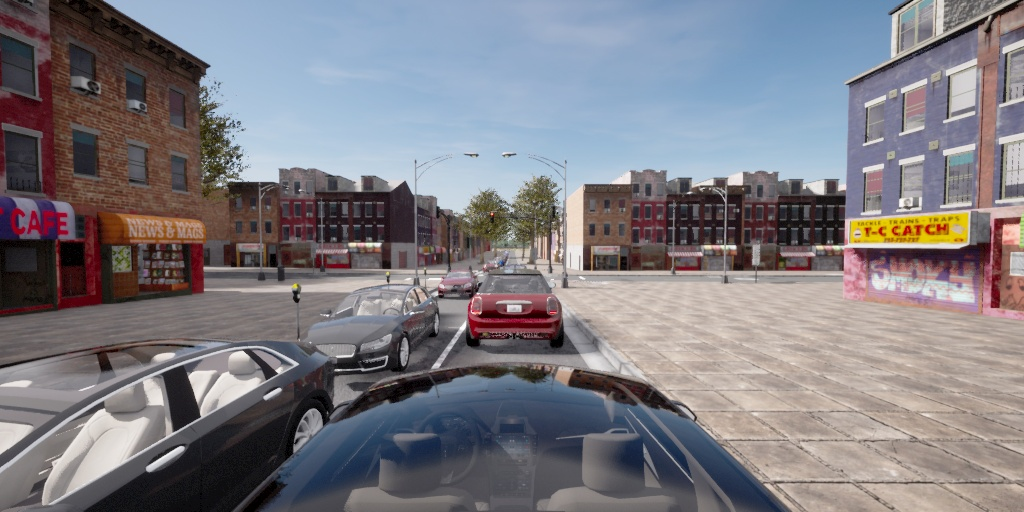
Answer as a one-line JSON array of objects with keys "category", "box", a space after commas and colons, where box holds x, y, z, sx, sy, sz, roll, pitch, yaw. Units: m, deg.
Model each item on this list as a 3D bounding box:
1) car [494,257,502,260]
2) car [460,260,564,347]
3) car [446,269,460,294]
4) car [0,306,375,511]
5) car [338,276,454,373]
[{"category": "car", "box": [-2.578, 1.233, 45.116, 1.967, 1.591, 4.097, 0, 0, 0]}, {"category": "car", "box": [0.109, 1.099, 9.491, 2.097, 1.767, 4.553, 0, 0, 2]}, {"category": "car", "box": [-2.617, 1.332, 18.340, 1.802, 1.307, 4.207, 0, 0, 0]}, {"category": "car", "box": [-2.640, 1.300, 1.998, 2.007, 1.370, 4.403, 0, 0, 0]}, {"category": "car", "box": [-2.632, 1.298, 7.446, 2.007, 1.370, 4.403, 0, 0, 0]}]
